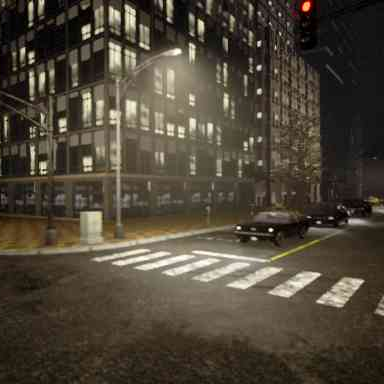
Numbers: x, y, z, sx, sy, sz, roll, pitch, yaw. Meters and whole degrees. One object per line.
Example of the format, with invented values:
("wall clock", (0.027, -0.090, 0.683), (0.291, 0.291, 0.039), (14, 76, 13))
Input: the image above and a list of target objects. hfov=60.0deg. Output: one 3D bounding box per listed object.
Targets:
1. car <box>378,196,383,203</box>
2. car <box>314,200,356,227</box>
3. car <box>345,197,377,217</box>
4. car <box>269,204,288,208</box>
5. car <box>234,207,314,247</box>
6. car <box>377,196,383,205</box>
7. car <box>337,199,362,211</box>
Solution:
("car", (39.364, 1.457, 67.732), (2.008, 1.369, 4.403), (-1, 0, 37))
("car", (9.585, 1.534, 23.176), (2.033, 1.411, 5.357), (0, 0, 36))
("car", (15.557, 1.465, 31.213), (2.128, 1.511, 4.902), (0, 0, 37))
("car", (5.703, 1.522, 22.289), (1.752, 1.417, 4.829), (-1, 0, 37))
("car", (3.831, 1.600, 15.398), (1.895, 1.301, 4.718), (0, 0, 37))
("car", (29.195, 1.463, 54.004), (1.752, 1.417, 4.829), (-1, 0, 37))
("car", (19.229, 1.531, 40.548), (1.947, 1.339, 4.313), (-1, 0, 37))
